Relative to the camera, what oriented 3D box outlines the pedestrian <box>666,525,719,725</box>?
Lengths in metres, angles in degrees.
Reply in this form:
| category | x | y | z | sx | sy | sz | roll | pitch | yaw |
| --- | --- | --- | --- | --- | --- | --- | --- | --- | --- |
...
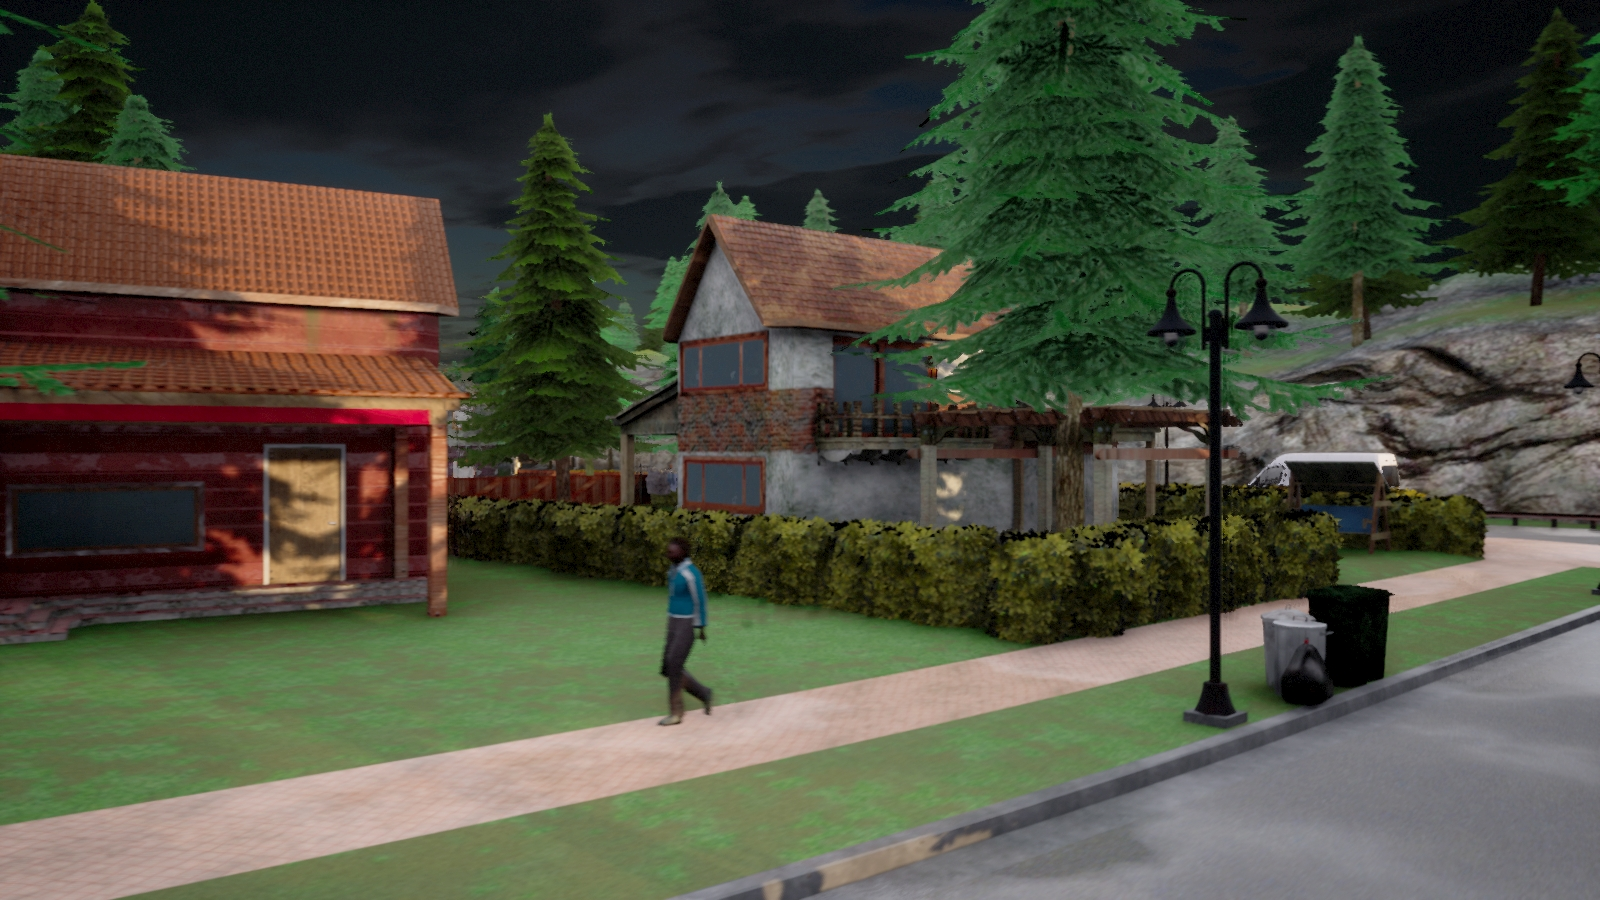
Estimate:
| category | x | y | z | sx | sy | sz | roll | pitch | yaw |
| --- | --- | --- | --- | --- | --- | --- | --- | --- | --- |
| pedestrian | -1.042 | 1.672 | 11.087 | 0.375 | 1.860 | 0.375 | 0 | 0 | -36 |

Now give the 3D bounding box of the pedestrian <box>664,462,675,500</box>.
| category | x | y | z | sx | sy | sz | roll | pitch | yaw |
| --- | --- | --- | --- | --- | --- | --- | --- | --- | --- |
| pedestrian | -6.437 | 1.541 | 56.427 | 0.375 | 1.860 | 0.375 | 0 | 0 | -43 |

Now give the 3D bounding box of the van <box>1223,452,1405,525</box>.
| category | x | y | z | sx | sy | sz | roll | pitch | yaw |
| --- | --- | --- | --- | --- | --- | --- | --- | --- | --- |
| van | 19.198 | 1.357 | 42.931 | 1.988 | 2.561 | 5.915 | 0 | 0 | -42 |
